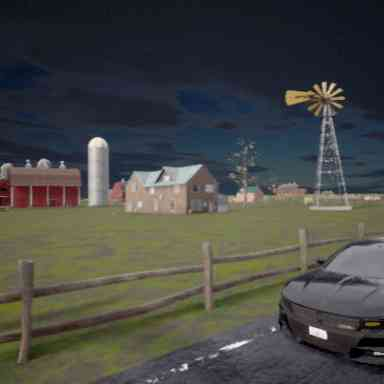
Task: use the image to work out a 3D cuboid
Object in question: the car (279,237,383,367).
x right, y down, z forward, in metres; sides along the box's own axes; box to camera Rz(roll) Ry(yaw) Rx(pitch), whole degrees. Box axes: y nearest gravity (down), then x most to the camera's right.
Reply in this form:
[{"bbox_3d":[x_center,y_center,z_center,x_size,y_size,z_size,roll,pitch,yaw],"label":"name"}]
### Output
[{"bbox_3d":[3.568,1.595,6.016,5.008,1.535,1.882,0,-2,-40],"label":"car"}]
